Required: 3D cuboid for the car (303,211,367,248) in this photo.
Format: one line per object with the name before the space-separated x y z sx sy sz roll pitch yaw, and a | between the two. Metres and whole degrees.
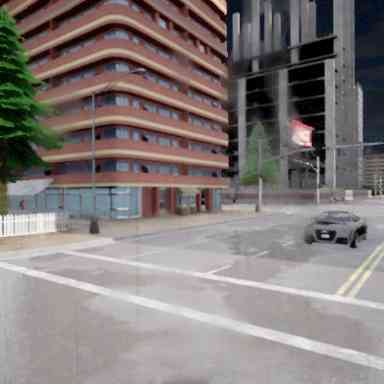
car | 6.429 1.551 14.764 1.994 1.385 4.181 0 0 36
